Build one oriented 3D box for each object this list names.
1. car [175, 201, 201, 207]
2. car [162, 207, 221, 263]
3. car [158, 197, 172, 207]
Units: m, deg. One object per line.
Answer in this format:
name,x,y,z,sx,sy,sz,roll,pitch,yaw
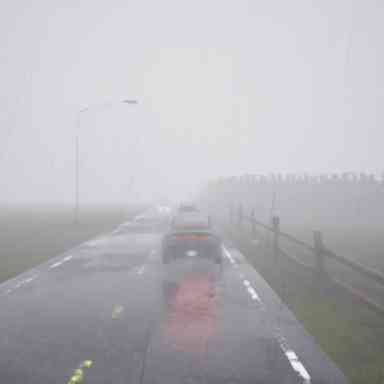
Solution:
car,-0.322,1.489,27.013,1.837,1.490,4.892,0,0,-1
car,-0.018,1.497,11.923,1.837,1.490,4.892,0,0,0
car,-4.203,1.471,51.725,2.128,1.511,4.902,0,0,-3
